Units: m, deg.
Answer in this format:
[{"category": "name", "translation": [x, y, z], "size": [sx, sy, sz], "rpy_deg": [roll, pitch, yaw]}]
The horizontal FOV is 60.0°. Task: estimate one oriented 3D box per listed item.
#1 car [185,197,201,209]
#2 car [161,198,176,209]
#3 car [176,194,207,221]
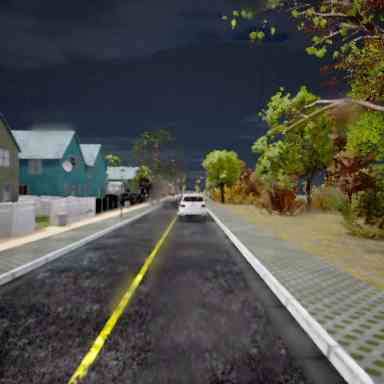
[{"category": "car", "translation": [0.064, 1.488, 45.473], "size": [2.033, 1.411, 5.357], "rpy_deg": [0, 0, 0]}, {"category": "car", "translation": [-2.788, 1.508, 42.718], "size": [1.994, 1.385, 4.181], "rpy_deg": [0, 0, 0]}, {"category": "car", "translation": [0.089, 1.185, 27.334], "size": [2.150, 2.045, 5.566], "rpy_deg": [0, 0, 0]}]
